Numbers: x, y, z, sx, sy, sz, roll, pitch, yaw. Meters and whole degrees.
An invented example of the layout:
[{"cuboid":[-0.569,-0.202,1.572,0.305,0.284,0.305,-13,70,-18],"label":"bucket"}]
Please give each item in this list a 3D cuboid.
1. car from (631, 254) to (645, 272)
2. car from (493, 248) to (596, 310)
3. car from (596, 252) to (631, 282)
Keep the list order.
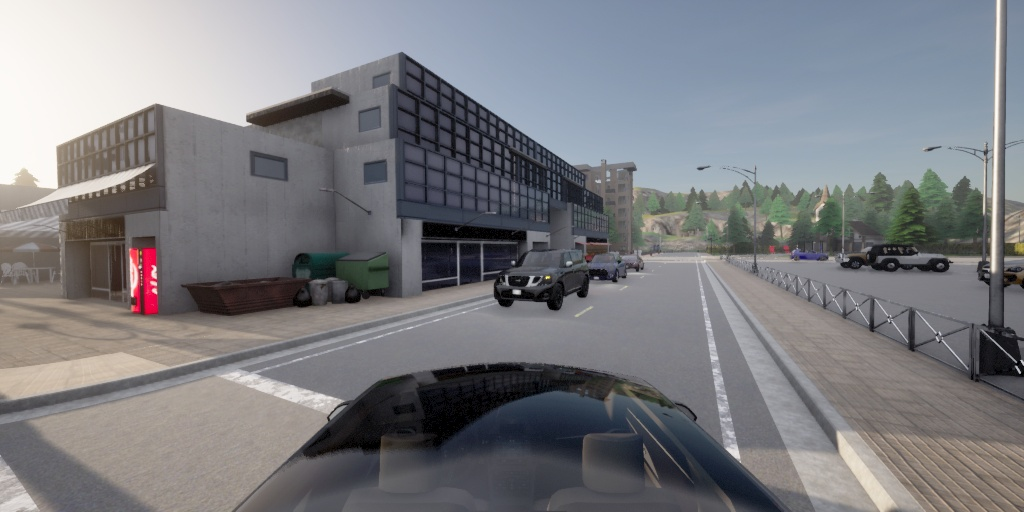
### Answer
[{"cuboid":[10.494,0.567,31.730,1.812,1.442,4.674,0,1,27],"label":"car"},{"cuboid":[1.398,0.733,13.841,2.150,2.045,5.566,0,1,27],"label":"car"},{"cuboid":[5.854,0.633,22.611,2.097,1.767,4.553,0,1,27],"label":"car"}]
